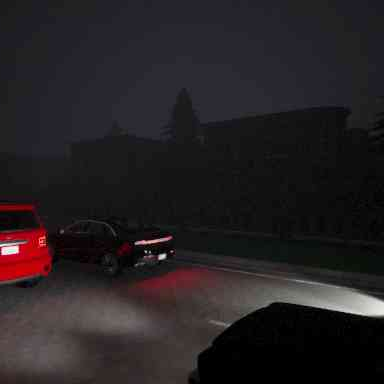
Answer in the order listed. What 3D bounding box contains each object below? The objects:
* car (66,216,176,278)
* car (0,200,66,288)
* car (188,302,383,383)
[{"bbox_3d":[-2.747,1.492,10.199,4.902,1.511,2.128,0,0,36],"label":"car"},{"bbox_3d":[-5.675,1.221,7.999,5.566,2.045,2.150,0,0,36],"label":"car"},{"bbox_3d":[2.298,1.601,2.353,4.718,1.301,1.895,0,0,36],"label":"car"}]
